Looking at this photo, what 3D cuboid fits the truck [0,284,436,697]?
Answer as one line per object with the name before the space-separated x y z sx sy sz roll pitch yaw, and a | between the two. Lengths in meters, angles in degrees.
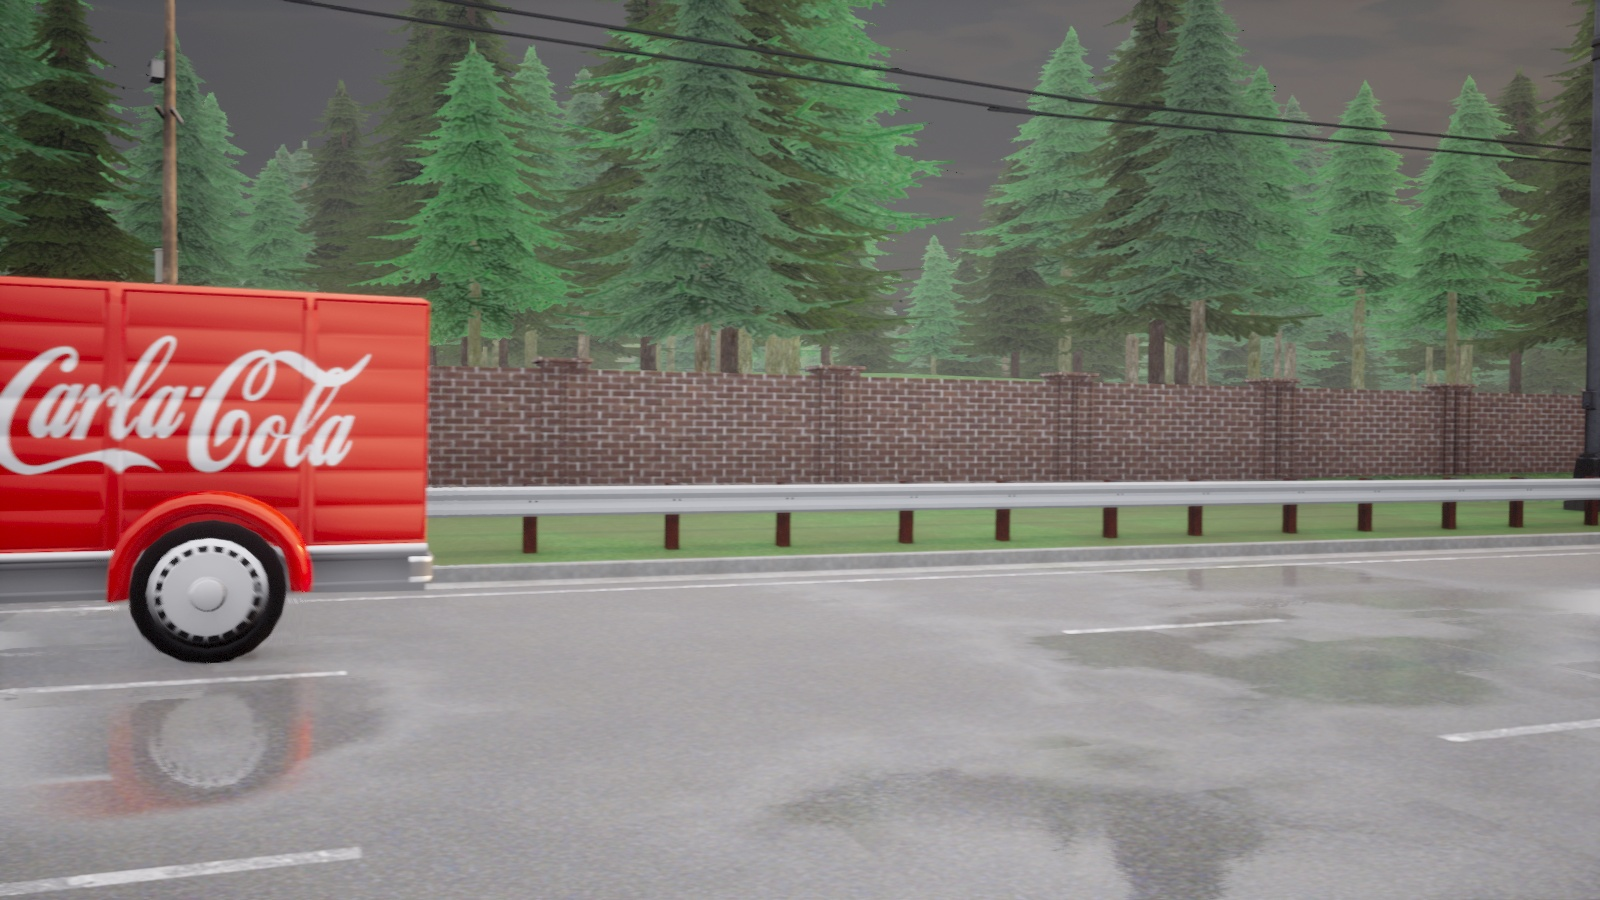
truck | -5.351 0.230 8.689 5.204 2.467 2.627 -1 1 -21
